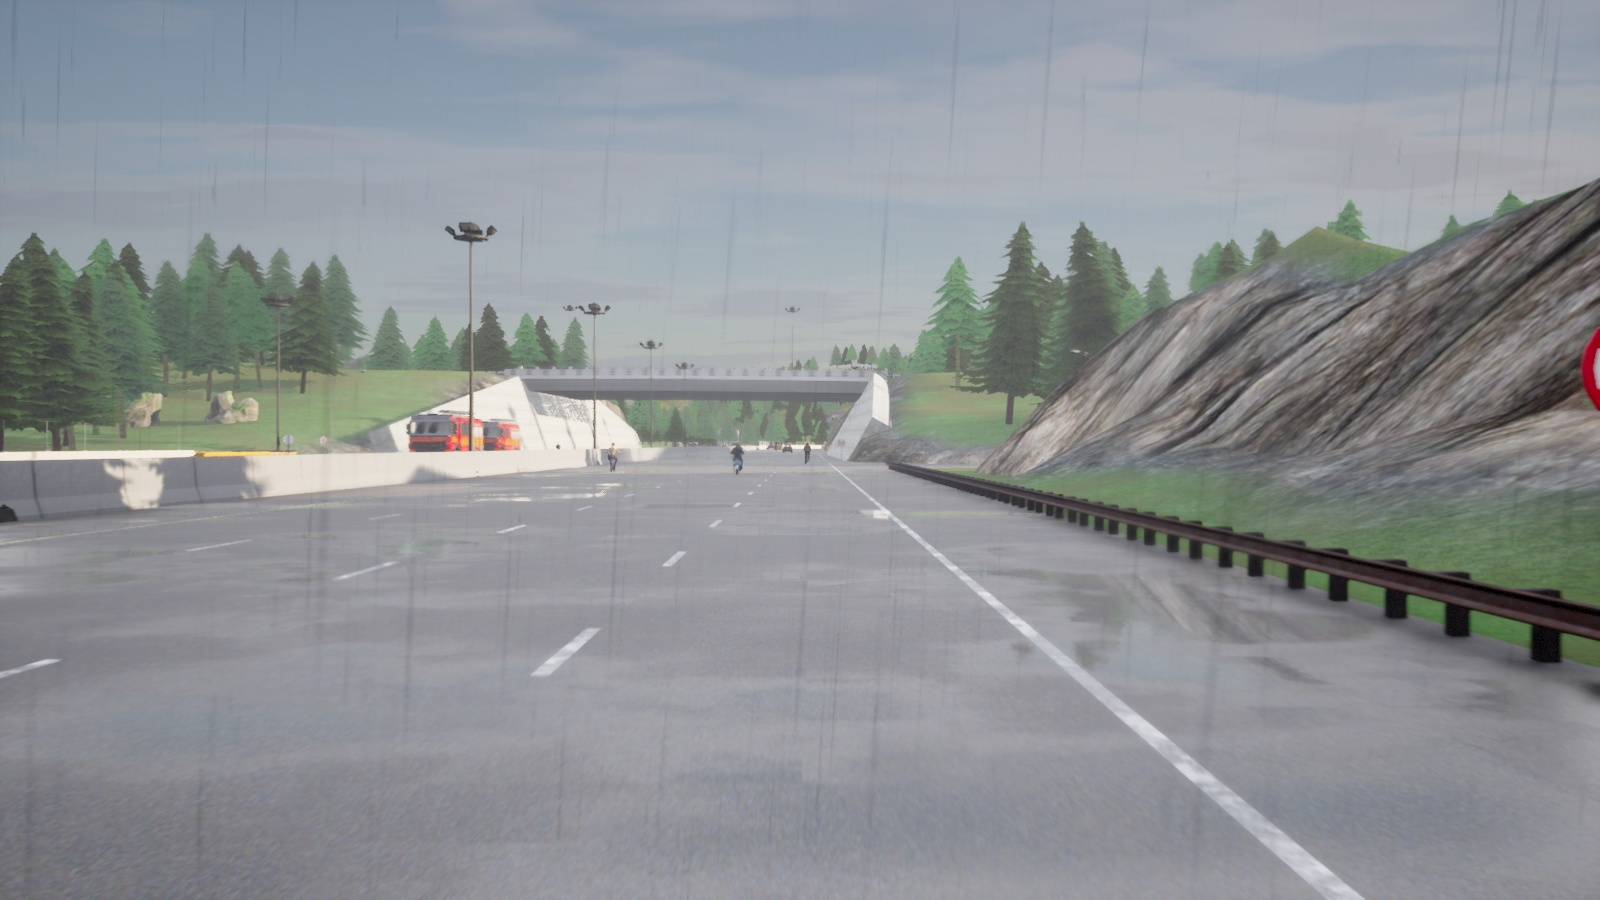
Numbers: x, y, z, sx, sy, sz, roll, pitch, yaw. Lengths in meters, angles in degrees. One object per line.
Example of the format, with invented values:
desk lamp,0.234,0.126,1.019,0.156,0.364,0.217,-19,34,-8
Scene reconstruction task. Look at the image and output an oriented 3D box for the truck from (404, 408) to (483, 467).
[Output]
truck,-23.999,-0.810,84.971,2.891,3.827,8.468,0,0,0
